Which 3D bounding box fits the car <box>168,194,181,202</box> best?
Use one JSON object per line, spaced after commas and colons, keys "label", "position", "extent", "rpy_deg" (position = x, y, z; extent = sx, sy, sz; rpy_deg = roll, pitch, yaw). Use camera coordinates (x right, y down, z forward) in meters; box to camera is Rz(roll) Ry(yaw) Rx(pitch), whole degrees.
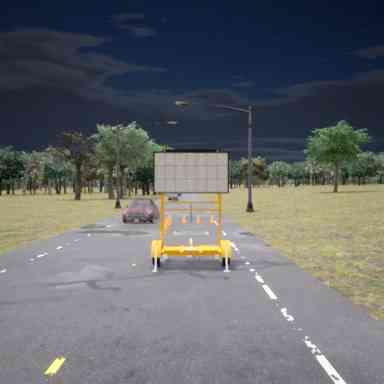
{"label": "car", "position": [-3.700, 1.075, 65.120], "extent": [1.882, 1.535, 5.008], "rpy_deg": [0, 1, 0]}

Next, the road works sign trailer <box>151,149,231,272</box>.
{"label": "road works sign trailer", "position": [-0.026, 0.445, 10.692], "extent": [2.380, 3.560, 2.880], "rpy_deg": [0, 0, 0]}

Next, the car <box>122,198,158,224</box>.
{"label": "car", "position": [-3.659, 1.272, 24.129], "extent": [2.097, 1.767, 4.553], "rpy_deg": [0, 0, 0]}
